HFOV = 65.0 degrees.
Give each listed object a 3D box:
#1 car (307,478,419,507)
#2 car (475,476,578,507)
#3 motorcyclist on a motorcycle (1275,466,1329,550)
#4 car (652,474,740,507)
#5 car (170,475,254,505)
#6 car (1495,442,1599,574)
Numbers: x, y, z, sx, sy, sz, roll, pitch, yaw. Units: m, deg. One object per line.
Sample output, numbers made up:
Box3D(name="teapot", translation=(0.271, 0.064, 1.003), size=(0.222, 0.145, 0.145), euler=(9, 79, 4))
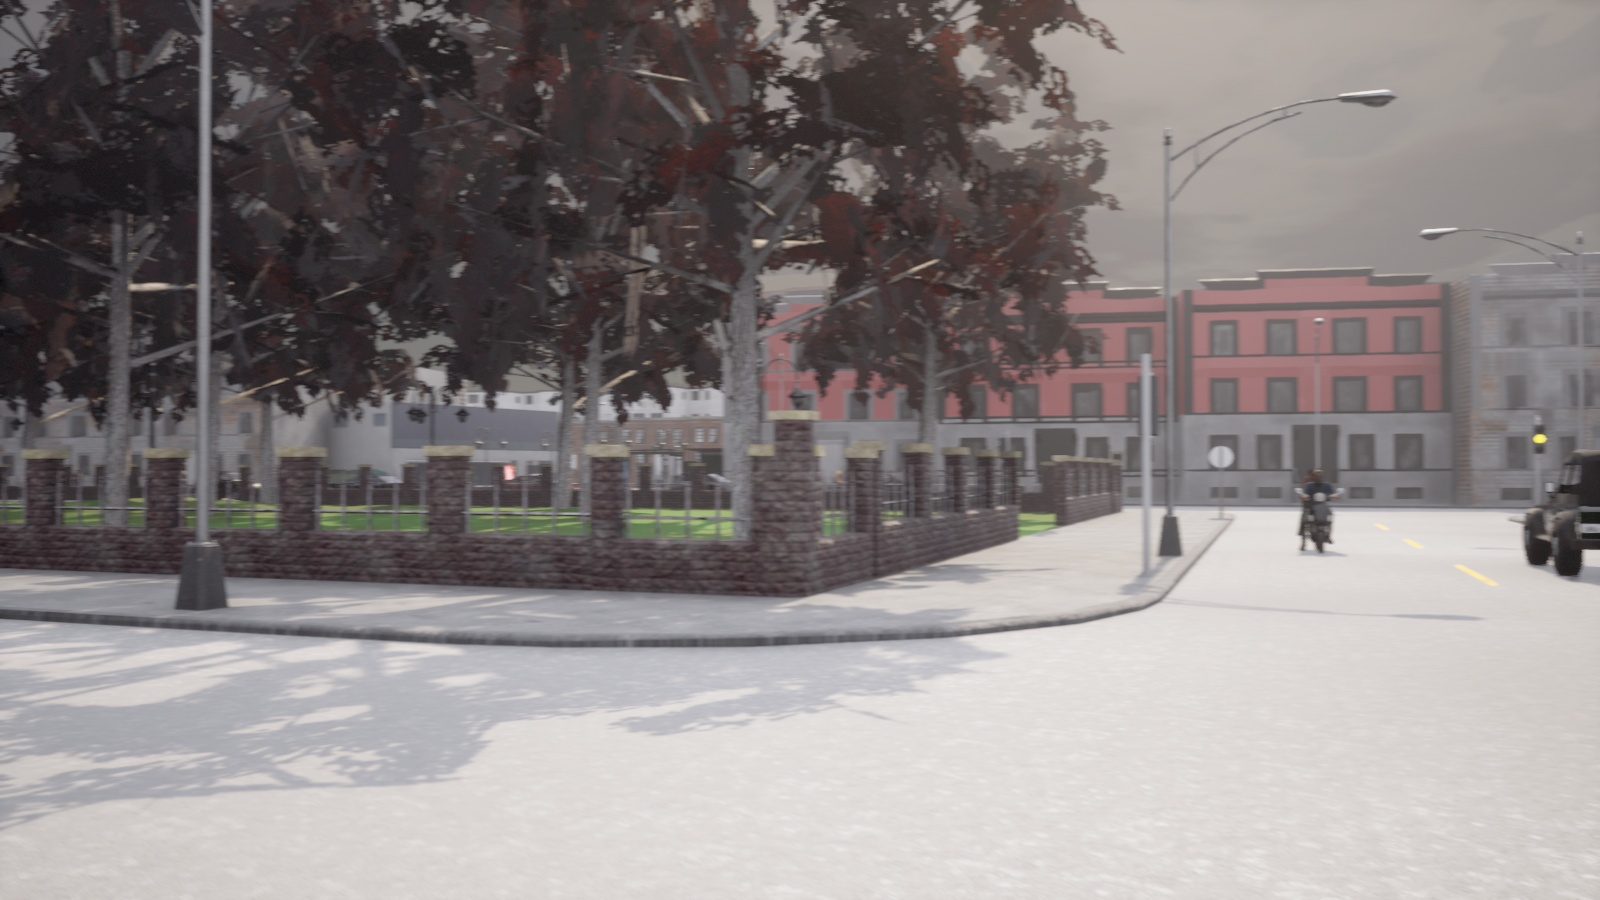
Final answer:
Box3D(name="car", translation=(-22.455, 2.170, 64.531), size=(5.357, 1.411, 2.033), euler=(-1, -1, 20))
Box3D(name="car", translation=(-13.318, 2.011, 61.179), size=(4.674, 1.442, 1.812), euler=(-1, -1, 20))
Box3D(name="motorcyclist on a motorcycle", translation=(9.831, 1.108, 24.630), size=(0.866, 1.590, 1.817), euler=(-1, -1, 19))
Box3D(name="car", translation=(-4.803, 1.872, 58.052), size=(3.633, 1.501, 1.845), euler=(-1, -1, 20))
Box3D(name="car", translation=(-31.828, 2.162, 67.977), size=(3.988, 1.617, 1.851), euler=(-1, -1, 20))
Box3D(name="car", translation=(12.298, 0.842, 19.618), size=(1.905, 1.878, 3.866), euler=(-1, -1, 20))
